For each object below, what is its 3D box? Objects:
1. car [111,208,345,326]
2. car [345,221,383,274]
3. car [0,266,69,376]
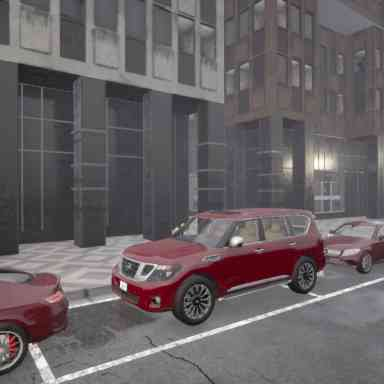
[{"bbox_3d":[0.853,1.315,7.252,5.009,1.841,2.192,0,0,-35],"label":"car"},{"bbox_3d":[5.420,1.582,10.496,4.206,1.307,1.802,0,0,-35],"label":"car"},{"bbox_3d":[-3.714,1.582,4.006,4.206,1.307,1.802,0,0,-35],"label":"car"}]
